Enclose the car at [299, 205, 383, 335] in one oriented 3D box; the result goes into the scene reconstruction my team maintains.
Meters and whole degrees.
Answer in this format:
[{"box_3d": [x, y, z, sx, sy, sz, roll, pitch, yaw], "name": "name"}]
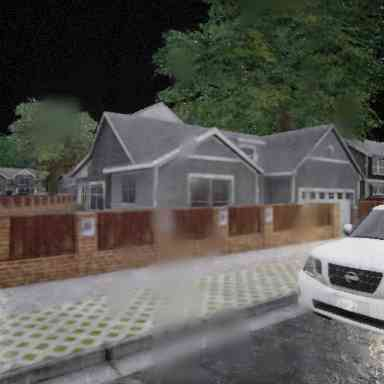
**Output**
[{"box_3d": [4.397, 1.197, 6.160, 5.566, 2.045, 2.150, 0, 0, -35], "name": "car"}]
